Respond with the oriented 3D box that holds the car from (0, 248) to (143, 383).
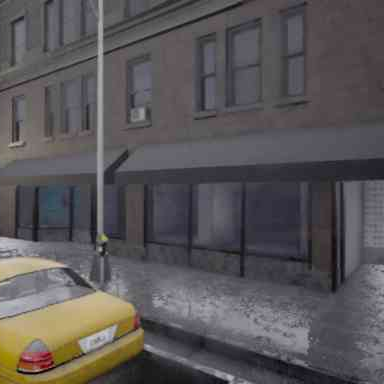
[{"bbox_3d":[-2.869,1.514,4.857,4.829,1.417,1.752,0,0,36],"label":"car"}]
